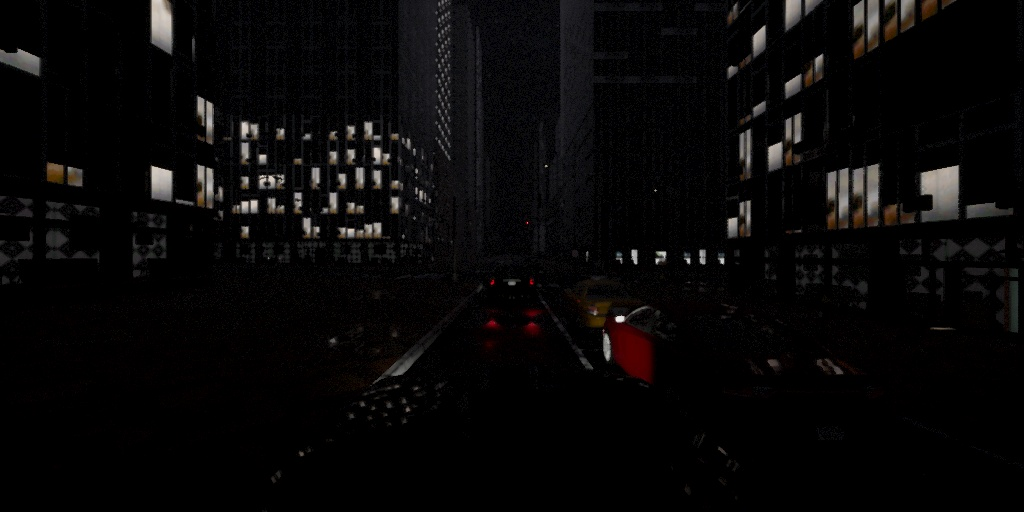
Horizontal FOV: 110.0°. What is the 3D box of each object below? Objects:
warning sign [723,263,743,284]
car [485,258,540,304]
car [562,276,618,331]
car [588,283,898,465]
[{"bbox_3d":[17.262,1.202,27.990,1.060,1.860,1.300,0,0,-3],"label":"warning sign"},{"bbox_3d":[0.000,1.115,16.470,2.097,1.767,4.553,0,0,0],"label":"car"},{"bbox_3d":[2.565,1.273,10.841,1.751,1.417,4.829,0,0,0],"label":"car"},{"bbox_3d":[2.565,1.293,5.119,1.888,1.381,4.507,0,0,0],"label":"car"}]
